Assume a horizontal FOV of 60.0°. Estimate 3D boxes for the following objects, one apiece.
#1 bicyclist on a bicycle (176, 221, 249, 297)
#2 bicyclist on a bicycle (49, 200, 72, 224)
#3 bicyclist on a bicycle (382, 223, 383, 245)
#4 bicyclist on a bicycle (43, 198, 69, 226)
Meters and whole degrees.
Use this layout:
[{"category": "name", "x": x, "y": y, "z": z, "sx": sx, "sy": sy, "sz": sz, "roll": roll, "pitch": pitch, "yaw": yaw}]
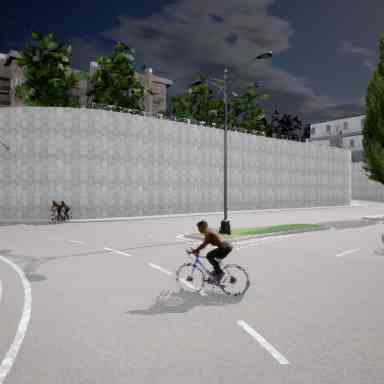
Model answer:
[{"category": "bicyclist on a bicycle", "x": 0.406, "y": 1.455, "z": 7.256, "sx": 1.656, "sy": 1.620, "sz": 0.582, "roll": -2, "pitch": -1, "yaw": 17}, {"category": "bicyclist on a bicycle", "x": -9.030, "y": 1.424, "z": 23.433, "sx": 0.582, "sy": 1.620, "sz": 1.656, "roll": 10, "pitch": 9, "yaw": 23}, {"category": "bicyclist on a bicycle", "x": 8.007, "y": 1.454, "z": 13.022, "sx": 0.582, "sy": 1.620, "sz": 1.656, "roll": 0, "pitch": -2, "yaw": -9}, {"category": "bicyclist on a bicycle", "x": -9.619, "y": 1.387, "z": 23.638, "sx": 0.582, "sy": 1.620, "sz": 1.656, "roll": 0, "pitch": 9, "yaw": 21}]
